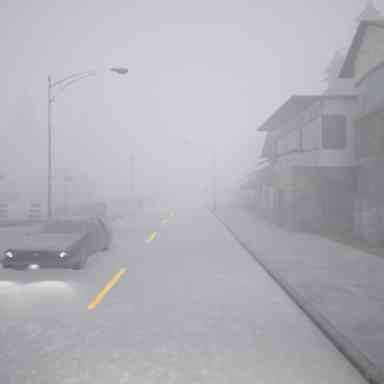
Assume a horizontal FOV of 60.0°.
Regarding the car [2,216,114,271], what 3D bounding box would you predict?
[{"bbox_3d":[-4.017,1.518,11.138,2.033,1.411,5.357,0,0,0],"label":"car"}]
